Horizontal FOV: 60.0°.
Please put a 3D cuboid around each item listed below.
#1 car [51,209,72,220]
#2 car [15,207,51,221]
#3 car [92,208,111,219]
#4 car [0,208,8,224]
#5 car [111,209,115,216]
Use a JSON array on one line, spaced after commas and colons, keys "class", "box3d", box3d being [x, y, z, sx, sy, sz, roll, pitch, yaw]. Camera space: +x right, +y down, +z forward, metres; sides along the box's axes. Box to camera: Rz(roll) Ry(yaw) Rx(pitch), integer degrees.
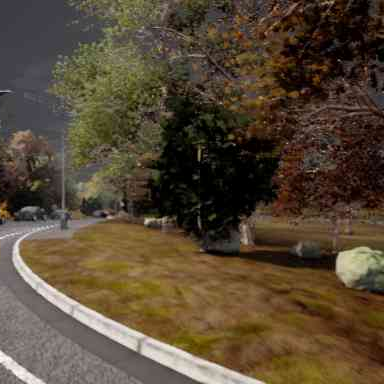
[{"class": "car", "box3d": [-18.007, 3.119, 45.841, 1.837, 1.490, 4.892, 0, -5, -6]}, {"class": "car", "box3d": [-16.858, 2.306, 34.990, 1.837, 1.490, 4.892, 0, -4, -5]}, {"class": "car", "box3d": [-15.357, 3.772, 55.162, 2.128, 1.511, 4.902, 0, -4, -6]}, {"class": "car", "box3d": [-15.800, 1.755, 25.099, 1.882, 1.535, 5.008, 0, -2, -6]}, {"class": "car", "box3d": [-16.590, 4.328, 65.879, 2.150, 2.045, 5.566, 0, -4, -5]}]
